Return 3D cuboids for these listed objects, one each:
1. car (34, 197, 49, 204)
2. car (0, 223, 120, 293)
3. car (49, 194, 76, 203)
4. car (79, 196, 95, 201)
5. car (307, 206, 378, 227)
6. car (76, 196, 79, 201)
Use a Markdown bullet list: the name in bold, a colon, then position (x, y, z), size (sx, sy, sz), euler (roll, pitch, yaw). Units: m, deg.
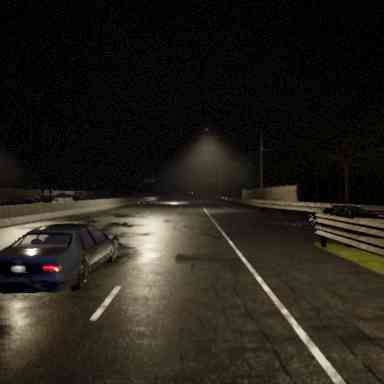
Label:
- **car**: position (-28.010, 1.737, 62.936), size (1.837, 1.490, 4.892), euler (0, 0, 0)
- **car**: position (-3.402, 1.569, 9.042), size (2.033, 1.411, 5.357), euler (0, 0, 0)
- **car**: position (-24.513, 1.463, 63.239), size (2.150, 2.045, 5.566), euler (0, 0, 0)
- **car**: position (-24.560, 1.783, 79.096), size (1.882, 1.535, 5.008), euler (0, 0, 0)
- **car**: position (9.697, 1.658, 21.783), size (1.837, 1.490, 4.892), euler (1, 0, -24)
- **car**: position (-28.058, 1.659, 78.790), size (2.097, 1.767, 4.553), euler (0, 0, 0)
